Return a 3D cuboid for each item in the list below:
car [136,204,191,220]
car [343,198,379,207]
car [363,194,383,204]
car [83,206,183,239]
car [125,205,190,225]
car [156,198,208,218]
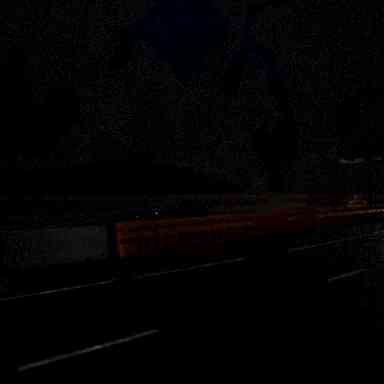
[{"bbox_3d":[-2.763,1.937,33.395,5.357,1.411,2.033,0,-1,-42],"label":"car"},{"bbox_3d":[21.160,1.815,41.611,5.008,1.535,1.882,0,-1,-43],"label":"car"},{"bbox_3d":[29.473,1.369,54.167,5.566,2.045,2.150,0,-1,-43],"label":"car"},{"bbox_3d":[-3.433,1.783,19.024,5.357,1.411,2.033,0,-1,-39],"label":"car"},{"bbox_3d":[-2.859,1.885,28.620,5.357,1.411,2.033,0,-1,-41],"label":"car"},{"bbox_3d":[-1.221,1.516,25.419,5.566,2.045,2.150,0,-1,-41],"label":"car"}]
